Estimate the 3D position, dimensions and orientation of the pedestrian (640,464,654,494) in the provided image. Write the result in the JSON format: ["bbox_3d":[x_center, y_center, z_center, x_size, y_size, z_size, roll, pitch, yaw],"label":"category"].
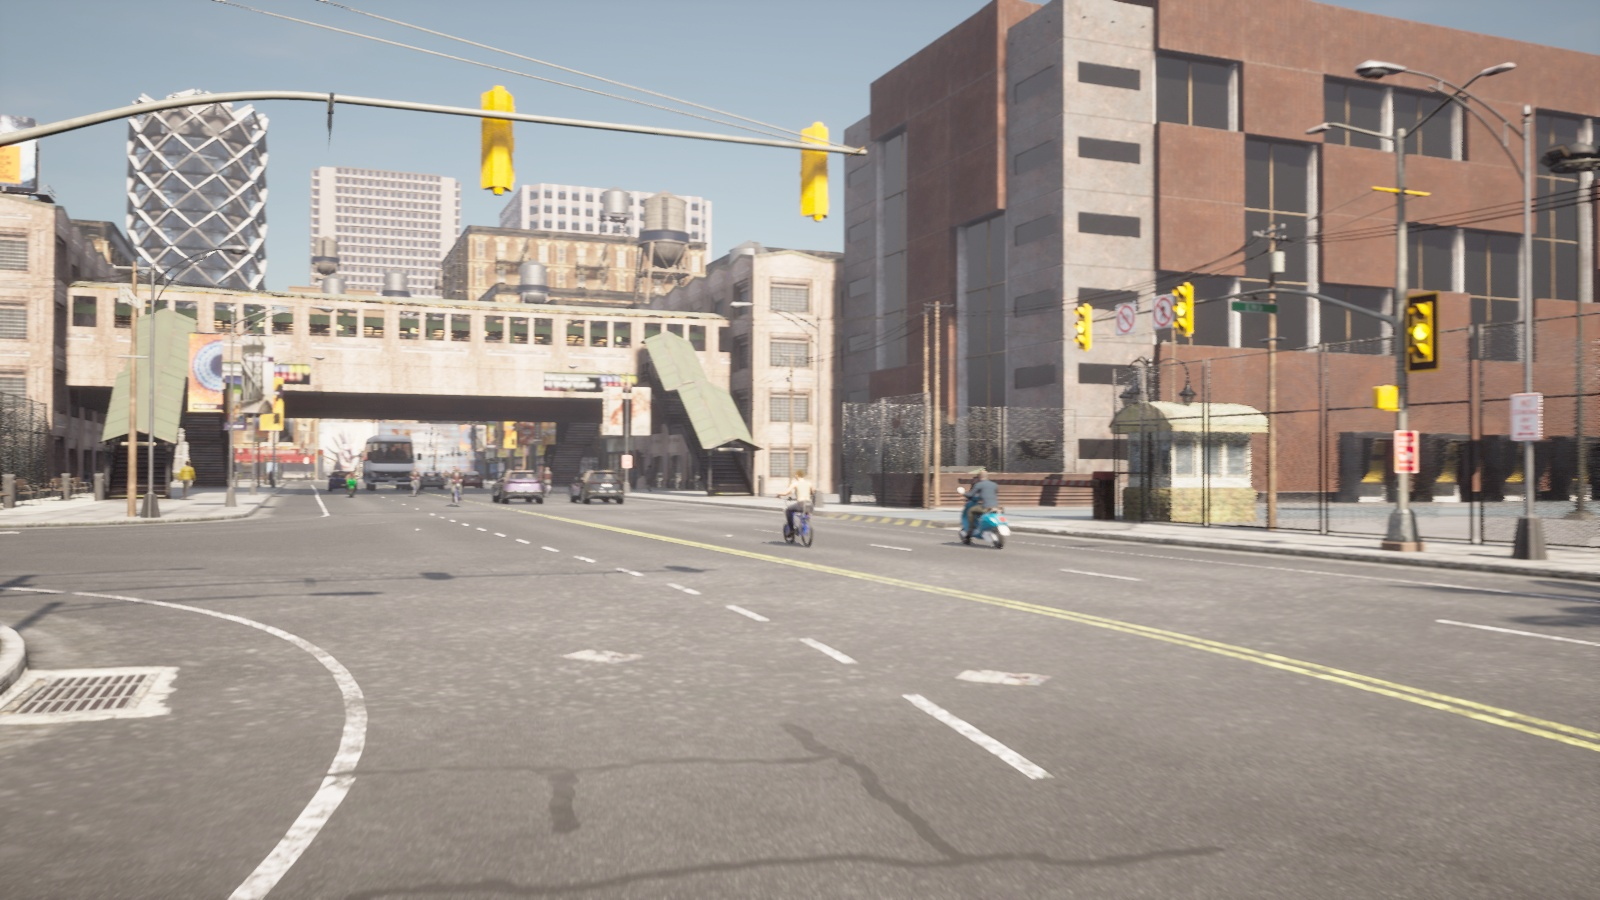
[{"bbox_3d":[-10.130,1.934,83.231,0.659,1.952,0.873,0,-1,-27],"label":"pedestrian"}]

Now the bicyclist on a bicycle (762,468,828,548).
[{"bbox_3d":[-0.116,1.199,26.363,0.866,1.612,1.509,0,-1,-23],"label":"bicyclist on a bicycle"}]

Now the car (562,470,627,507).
[{"bbox_3d":[-9.883,1.815,60.120,2.033,1.649,4.856,0,-1,-22],"label":"car"}]

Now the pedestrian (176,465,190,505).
[{"bbox_3d":[-28.180,1.591,57.388,0.431,1.840,0.709,0,-1,-15],"label":"pedestrian"}]

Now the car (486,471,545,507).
[{"bbox_3d":[-13.655,1.835,60.130,2.033,1.649,4.856,0,-1,-22],"label":"car"}]

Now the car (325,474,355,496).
[{"bbox_3d":[-33.312,2.506,90.877,1.882,1.535,5.008,0,-1,-22],"label":"car"}]

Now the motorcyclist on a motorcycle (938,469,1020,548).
[{"bbox_3d":[3.705,1.192,26.151,0.866,1.590,1.817,0,-1,-23],"label":"motorcyclist on a motorcycle"}]
